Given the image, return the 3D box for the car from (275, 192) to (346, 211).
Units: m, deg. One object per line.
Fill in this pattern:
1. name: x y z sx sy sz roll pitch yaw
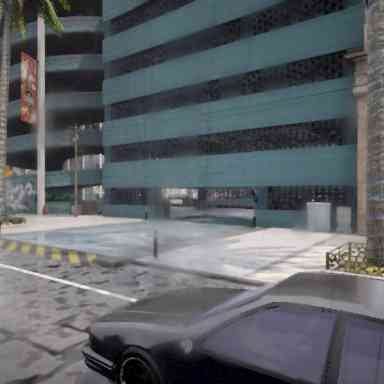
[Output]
1. car: 8.951 1.027 23.683 5.566 2.045 2.435 0 0 36

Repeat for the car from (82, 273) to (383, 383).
1. car: 1.328 1.547 3.045 5.357 1.411 2.033 0 0 36

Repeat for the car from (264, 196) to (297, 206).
1. car: 13.877 1.316 52.141 4.674 1.452 2.002 0 0 36
